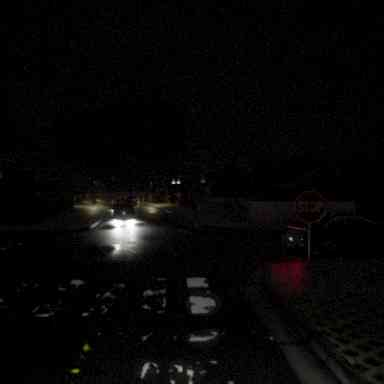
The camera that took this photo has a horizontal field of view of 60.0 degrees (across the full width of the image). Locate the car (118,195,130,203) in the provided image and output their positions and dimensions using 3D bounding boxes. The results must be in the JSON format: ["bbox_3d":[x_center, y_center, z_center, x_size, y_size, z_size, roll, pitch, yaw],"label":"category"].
[{"bbox_3d":[-13.580,1.426,66.234,2.128,1.511,4.902,0,0,-16],"label":"car"}]

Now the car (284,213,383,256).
[{"bbox_3d":[6.151,1.603,13.438,4.902,1.511,2.128,0,1,-16],"label":"car"}]

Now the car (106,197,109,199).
[{"bbox_3d":[-14.486,1.123,59.839,1.994,1.385,4.181,0,0,-18],"label":"car"}]

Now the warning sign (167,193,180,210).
[{"bbox_3d":[-2.080,1.063,37.255,1.300,1.860,1.060,1,1,-13],"label":"warning sign"}]

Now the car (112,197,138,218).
[{"bbox_3d":[-6.029,1.472,29.558,2.128,1.511,4.902,0,0,-11],"label":"car"}]

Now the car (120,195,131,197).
[{"bbox_3d":[-9.861,1.446,45.174,1.882,1.535,5.008,0,0,-17],"label":"car"}]
